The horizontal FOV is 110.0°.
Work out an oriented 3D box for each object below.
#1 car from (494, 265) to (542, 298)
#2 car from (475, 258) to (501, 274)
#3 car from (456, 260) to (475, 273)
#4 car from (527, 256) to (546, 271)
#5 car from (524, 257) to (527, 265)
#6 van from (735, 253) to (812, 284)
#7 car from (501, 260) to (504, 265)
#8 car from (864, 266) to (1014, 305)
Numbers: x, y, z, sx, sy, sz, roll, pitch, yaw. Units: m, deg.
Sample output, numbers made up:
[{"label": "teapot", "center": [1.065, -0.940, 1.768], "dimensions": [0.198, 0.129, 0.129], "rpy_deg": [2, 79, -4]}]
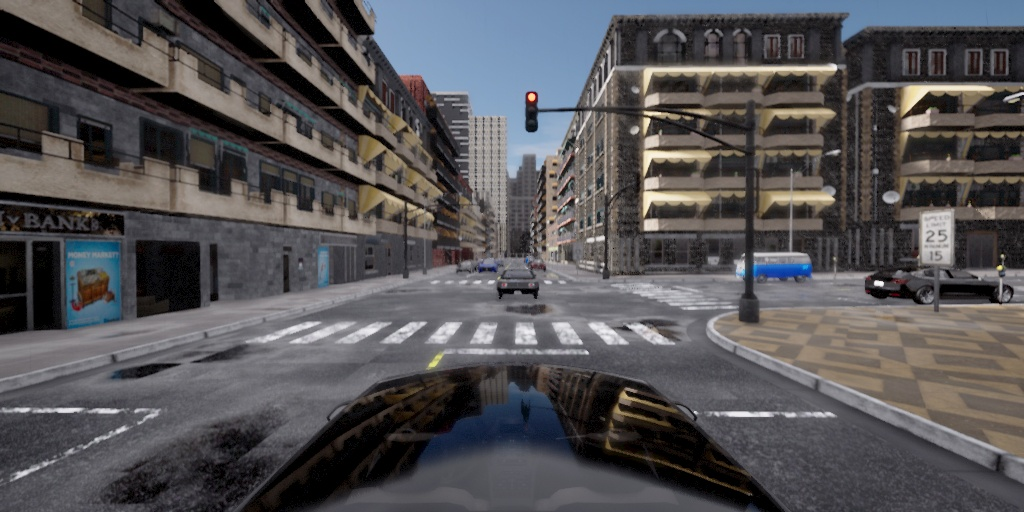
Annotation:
[{"label": "car", "center": [0.302, 1.304, 17.954], "dimensions": [1.895, 1.301, 4.718], "rpy_deg": [0, 0, 1]}, {"label": "car", "center": [-2.598, 1.128, 39.680], "dimensions": [1.882, 1.535, 5.008], "rpy_deg": [0, 0, 1]}, {"label": "car", "center": [-5.187, 1.200, 40.086], "dimensions": [2.007, 1.370, 4.403], "rpy_deg": [0, 0, 1]}, {"label": "car", "center": [3.265, 1.077, 45.497], "dimensions": [1.967, 1.591, 4.097], "rpy_deg": [0, 0, 1]}, {"label": "car", "center": [3.486, 1.153, 62.078], "dimensions": [2.007, 1.370, 4.403], "rpy_deg": [0, 0, 1]}, {"label": "van", "center": [15.919, 0.724, 21.920], "dimensions": [3.998, 1.789, 1.690], "rpy_deg": [0, 0, 0]}, {"label": "car", "center": [-2.319, 1.175, 58.432], "dimensions": [1.994, 1.385, 4.181], "rpy_deg": [0, 0, 1]}, {"label": "car", "center": [15.926, 1.043, 13.539], "dimensions": [4.313, 1.339, 1.948], "rpy_deg": [0, 0, 0]}]
